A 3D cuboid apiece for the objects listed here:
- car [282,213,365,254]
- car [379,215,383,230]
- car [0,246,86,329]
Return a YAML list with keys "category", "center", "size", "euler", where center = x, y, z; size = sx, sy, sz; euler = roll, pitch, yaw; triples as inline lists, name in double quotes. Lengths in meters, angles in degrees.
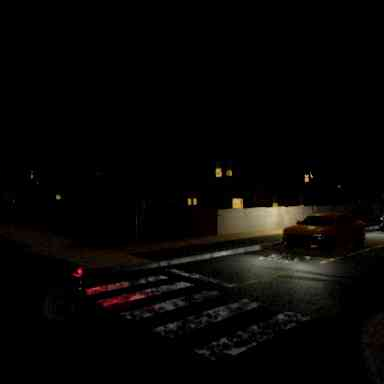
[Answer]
- category: "car"
  center: [5.909, 1.694, 14.702]
  size: [5.008, 1.535, 1.882]
  euler: [1, -2, -42]
- category: "car"
  center: [14.452, 1.687, 22.510]
  size: [4.553, 1.767, 2.097]
  euler: [1, -2, -42]
- category: "car"
  center: [-4.007, 1.642, 5.636]
  size: [4.181, 1.385, 1.994]
  euler: [1, -1, -42]
